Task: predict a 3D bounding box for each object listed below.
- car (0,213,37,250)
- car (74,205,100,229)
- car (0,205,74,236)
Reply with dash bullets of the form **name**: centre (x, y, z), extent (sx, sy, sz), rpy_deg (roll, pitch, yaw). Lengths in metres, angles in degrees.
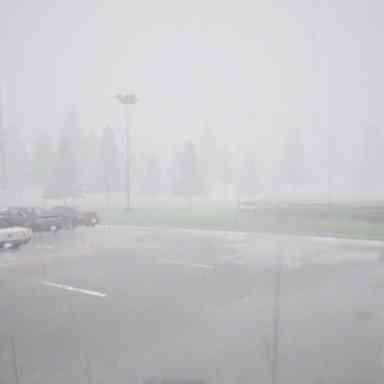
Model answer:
- **car**: centre (-8.532, 1.618, 12.851), extent (4.718, 1.301, 1.895), rpy_deg (0, 0, 26)
- **car**: centre (-7.760, 1.508, 20.187), extent (4.674, 1.442, 1.812), rpy_deg (0, 0, 25)
- **car**: centre (-8.732, 1.495, 16.772), extent (4.902, 1.511, 2.128), rpy_deg (0, 0, 26)
